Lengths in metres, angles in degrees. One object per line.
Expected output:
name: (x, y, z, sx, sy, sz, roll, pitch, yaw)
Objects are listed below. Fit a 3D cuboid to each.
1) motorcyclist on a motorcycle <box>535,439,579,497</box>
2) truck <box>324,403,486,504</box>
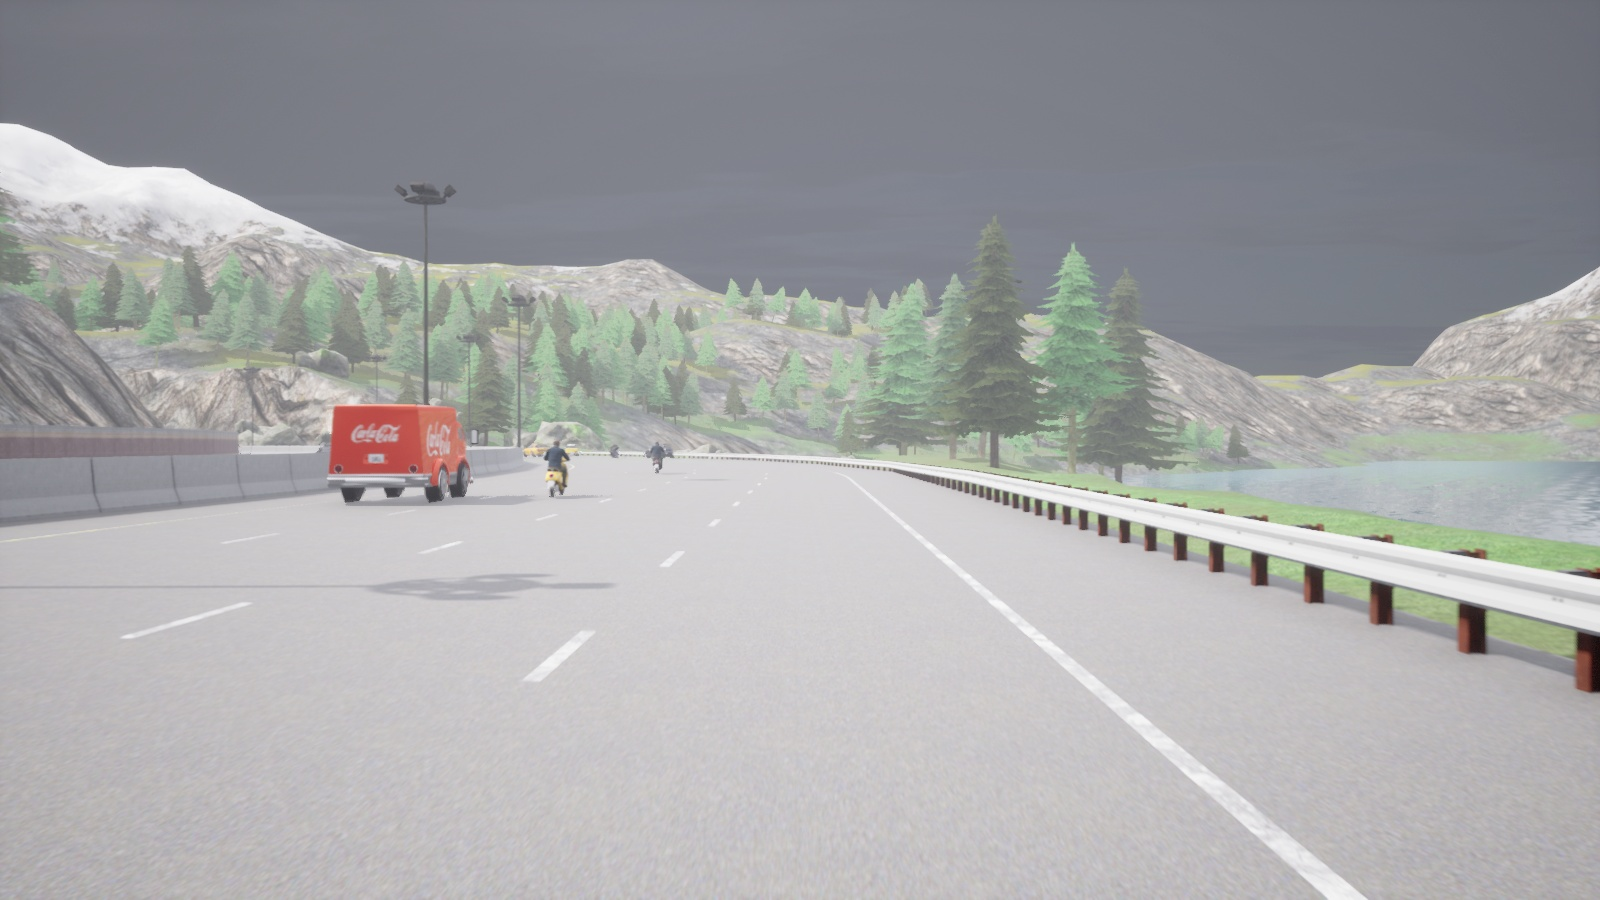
motorcyclist on a motorcycle: (-6.782, 0.496, 35.185, 0.866, 1.590, 1.817, 0, 0, 0)
truck: (-10.294, 0.064, 33.243, 2.627, 2.467, 5.204, 0, 0, 0)
